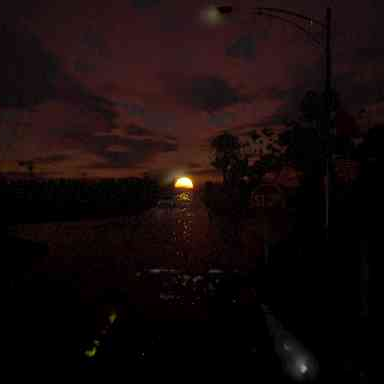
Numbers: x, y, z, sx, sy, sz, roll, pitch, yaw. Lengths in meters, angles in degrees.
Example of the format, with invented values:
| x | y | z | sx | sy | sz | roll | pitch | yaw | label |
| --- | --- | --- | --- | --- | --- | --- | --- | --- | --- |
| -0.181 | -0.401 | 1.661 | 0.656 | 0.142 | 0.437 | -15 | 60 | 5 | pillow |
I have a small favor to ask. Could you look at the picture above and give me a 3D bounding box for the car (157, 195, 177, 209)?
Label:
| x | y | z | sx | sy | sz | roll | pitch | yaw | label |
| --- | --- | --- | --- | --- | --- | --- | --- | --- | --- |
| -2.784 | 1.099 | 37.234 | 1.812 | 1.442 | 4.674 | 0 | 2 | 0 | car |
